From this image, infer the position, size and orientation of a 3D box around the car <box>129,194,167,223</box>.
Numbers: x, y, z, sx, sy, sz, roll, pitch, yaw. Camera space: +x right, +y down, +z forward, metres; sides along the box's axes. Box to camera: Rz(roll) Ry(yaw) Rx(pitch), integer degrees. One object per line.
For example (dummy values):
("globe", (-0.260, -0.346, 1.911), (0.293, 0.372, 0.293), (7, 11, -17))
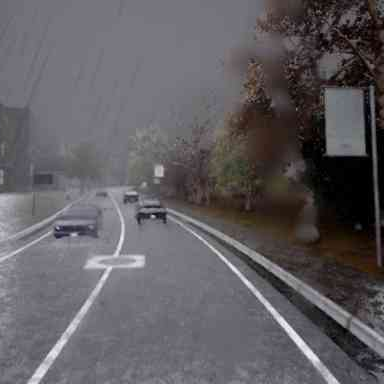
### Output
("car", (-2.835, 1.175, 22.159), (2.128, 1.511, 4.902), (1, 1, -12))

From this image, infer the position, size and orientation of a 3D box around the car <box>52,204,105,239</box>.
("car", (-5.325, 1.318, 16.301), (2.033, 1.411, 5.357), (1, 1, -11))

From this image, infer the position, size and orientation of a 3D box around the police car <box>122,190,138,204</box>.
("police car", (-7.581, 0.579, 41.318), (1.930, 1.638, 5.238), (1, 1, -14))

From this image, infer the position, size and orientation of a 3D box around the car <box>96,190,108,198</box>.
("car", (-15.090, 0.272, 55.781), (1.895, 1.301, 4.718), (1, 1, -14))
